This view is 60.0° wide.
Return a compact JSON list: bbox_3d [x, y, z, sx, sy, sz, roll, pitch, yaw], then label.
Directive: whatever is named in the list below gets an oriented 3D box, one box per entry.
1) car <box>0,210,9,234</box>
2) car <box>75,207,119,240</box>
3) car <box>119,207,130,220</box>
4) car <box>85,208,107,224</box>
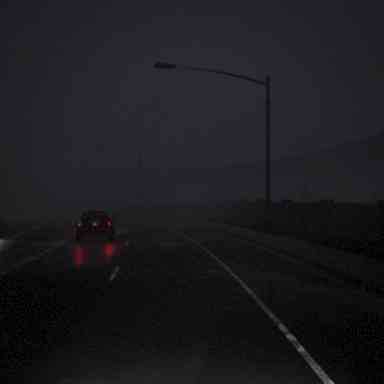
[{"bbox_3d":[-13.414,2.138,21.702,1.812,1.442,4.674,0,-2,-14],"label":"car"},{"bbox_3d":[-5.838,1.888,20.589,2.097,1.767,4.553,0,-2,-11],"label":"car"},{"bbox_3d":[-9.129,2.673,41.788,2.128,1.511,4.902,0,-2,-25],"label":"car"},{"bbox_3d":[-10.681,2.557,36.716,1.837,1.490,4.892,0,-2,-22],"label":"car"}]
